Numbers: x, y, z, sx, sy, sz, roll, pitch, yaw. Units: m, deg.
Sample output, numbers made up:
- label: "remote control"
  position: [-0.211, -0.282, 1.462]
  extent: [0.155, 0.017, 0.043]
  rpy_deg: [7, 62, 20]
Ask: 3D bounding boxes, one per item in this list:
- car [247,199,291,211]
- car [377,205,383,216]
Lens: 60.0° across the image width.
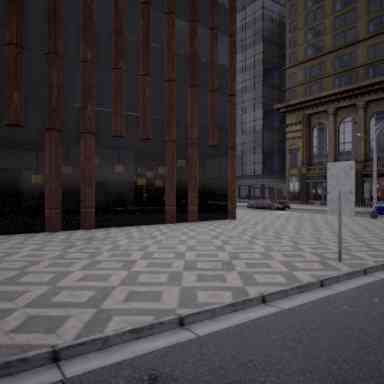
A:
- label: "car"
  position: [8.665, 1.459, 37.963]
  extent: [2.033, 1.411, 5.357]
  rpy_deg: [0, 0, -35]
- label: "car"
  position: [17.233, 1.432, 25.955]
  extent: [1.882, 1.535, 5.008]
  rpy_deg: [0, 0, -35]
